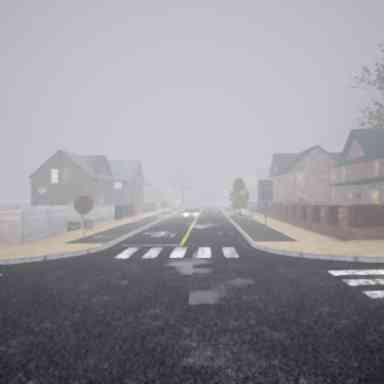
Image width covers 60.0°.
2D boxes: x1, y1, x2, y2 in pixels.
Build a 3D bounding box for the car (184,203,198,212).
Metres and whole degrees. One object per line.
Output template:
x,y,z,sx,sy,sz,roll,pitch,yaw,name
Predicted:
-0.118,2.326,50.676,1.895,1.301,4.718,-1,-1,3,car
